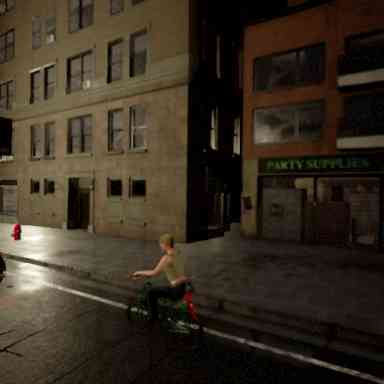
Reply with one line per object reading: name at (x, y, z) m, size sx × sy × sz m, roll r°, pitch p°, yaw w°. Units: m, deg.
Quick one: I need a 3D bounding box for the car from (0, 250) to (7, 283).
car at (-6.391, 1.547, 8.193) m, size 4.181 × 1.385 × 1.994 m, roll 0°, pitch 0°, yaw 36°

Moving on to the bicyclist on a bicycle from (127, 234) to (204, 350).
bicyclist on a bicycle at (-0.448, 1.431, 4.994) m, size 1.509 × 1.612 × 0.866 m, roll 0°, pitch 0°, yaw 35°
